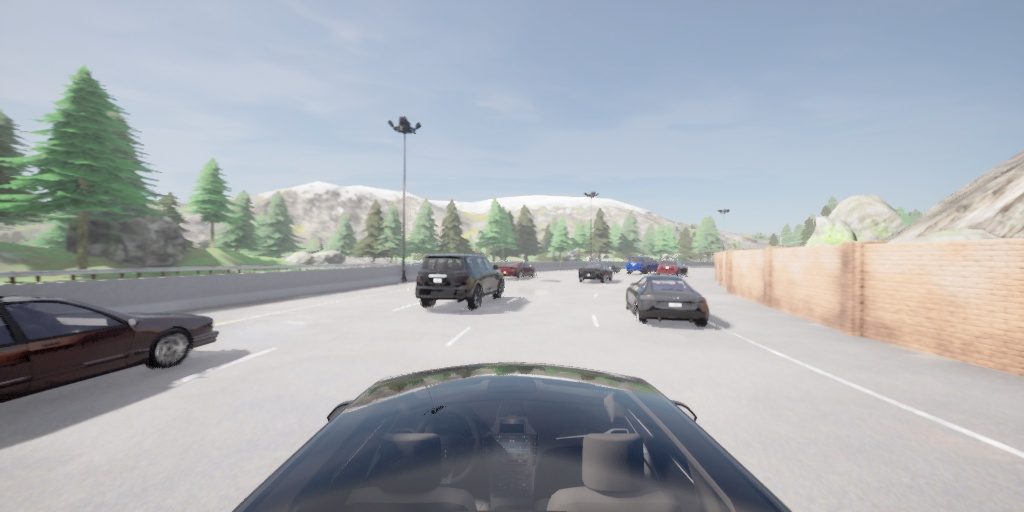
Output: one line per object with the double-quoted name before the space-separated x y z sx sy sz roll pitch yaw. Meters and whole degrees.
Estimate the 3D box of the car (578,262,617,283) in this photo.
"car" 6.713 1.263 28.546 1.882 1.535 5.008 1 0 26

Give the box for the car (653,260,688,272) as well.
"car" 16.706 1.222 37.182 2.097 1.767 4.553 1 0 38

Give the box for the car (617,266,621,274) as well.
"car" 10.695 1.357 41.492 2.033 1.411 5.357 0 0 41

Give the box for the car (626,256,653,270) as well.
"car" 15.114 1.075 41.289 2.150 2.045 5.566 1 0 42

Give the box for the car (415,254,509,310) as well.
"car" -1.949 0.940 14.935 2.150 2.045 5.566 0 0 13

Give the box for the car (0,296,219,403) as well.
"car" -6.876 1.230 4.613 2.033 1.411 5.357 0 0 4

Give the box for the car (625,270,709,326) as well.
"car" 5.017 1.350 12.075 1.994 1.385 4.181 0 0 12

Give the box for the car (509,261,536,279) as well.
"car" 0.517 1.202 31.895 1.882 1.535 5.008 0 0 27
